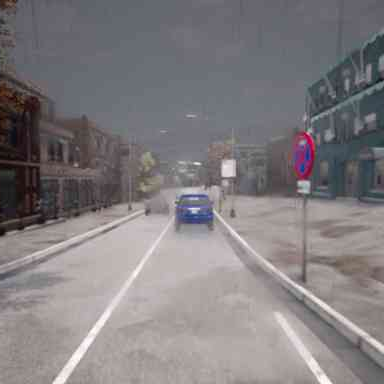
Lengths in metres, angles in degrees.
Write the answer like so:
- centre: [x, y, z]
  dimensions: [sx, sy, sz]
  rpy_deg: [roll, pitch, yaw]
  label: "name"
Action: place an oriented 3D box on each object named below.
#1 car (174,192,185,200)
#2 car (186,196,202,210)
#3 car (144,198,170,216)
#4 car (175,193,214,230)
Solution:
- centre: [-2.648, 0.891, 71.080]
  dimensions: [2.128, 1.511, 4.902]
  rpy_deg: [0, 1, 0]
  label: "car"
- centre: [0.227, 1.238, 38.683]
  dimensions: [1.812, 1.442, 4.674]
  rpy_deg: [0, 1, 0]
  label: "car"
- centre: [-3.042, 1.310, 29.657]
  dimensions: [1.837, 1.490, 4.892]
  rpy_deg: [0, 0, 1]
  label: "car"
- centre: [0.135, 1.120, 20.287]
  dimensions: [2.150, 2.045, 5.566]
  rpy_deg: [0, 1, 0]
  label: "car"
